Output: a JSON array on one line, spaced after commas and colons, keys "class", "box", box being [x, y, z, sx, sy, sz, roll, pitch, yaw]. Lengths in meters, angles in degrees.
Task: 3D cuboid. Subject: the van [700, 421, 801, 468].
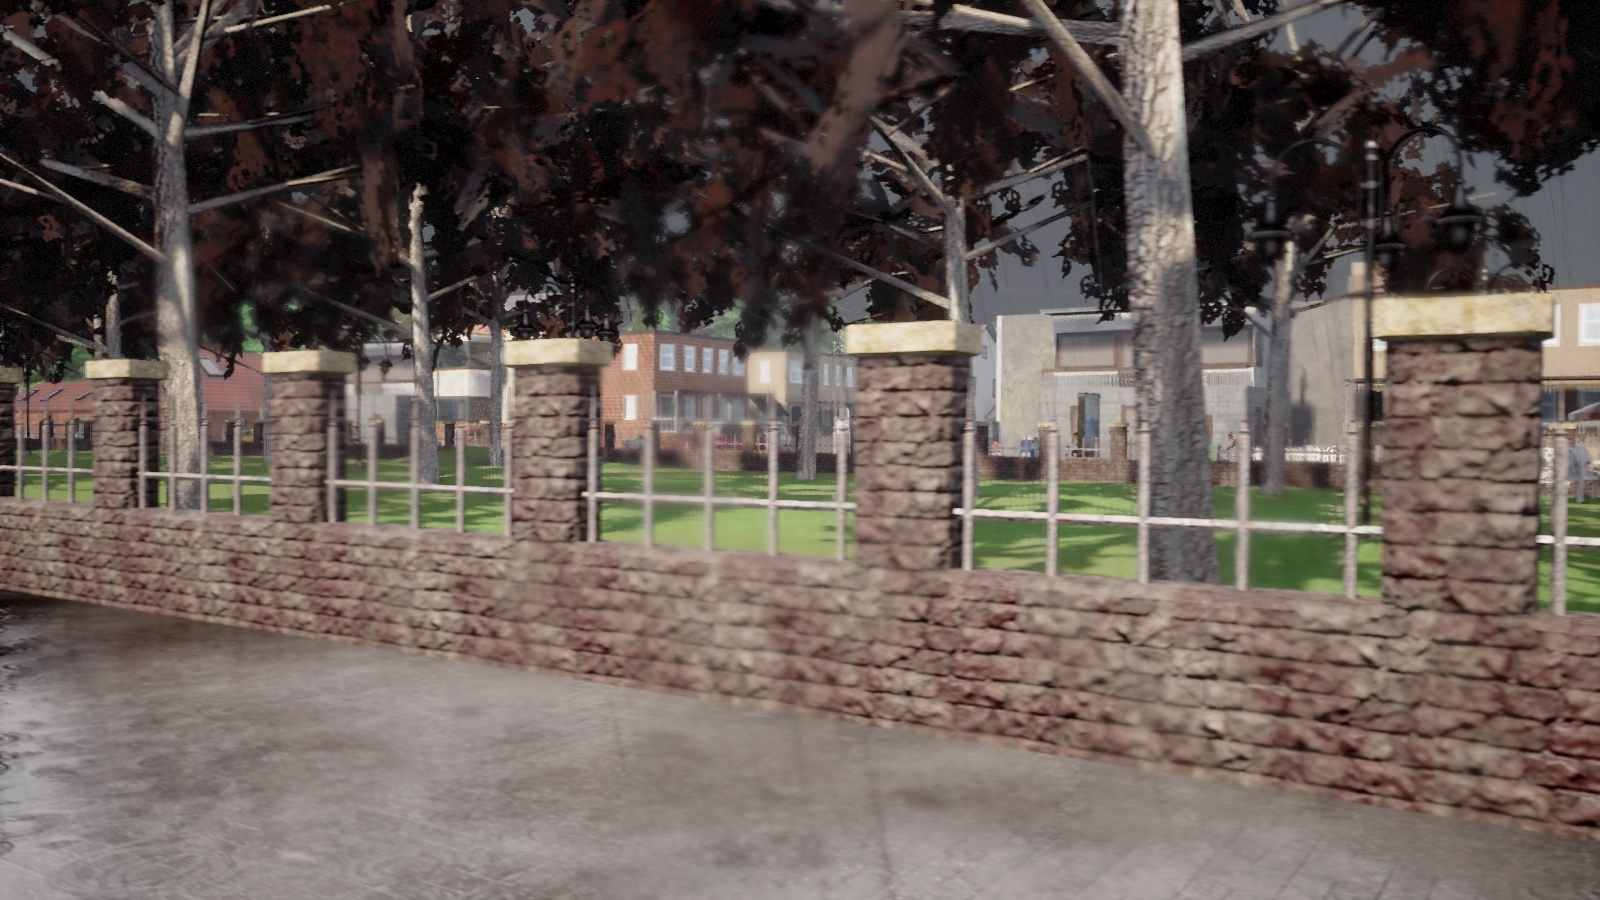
[{"class": "van", "box": [-2.221, -0.252, 55.404, 4.442, 1.987, 1.775, 0, 1, 42]}]
